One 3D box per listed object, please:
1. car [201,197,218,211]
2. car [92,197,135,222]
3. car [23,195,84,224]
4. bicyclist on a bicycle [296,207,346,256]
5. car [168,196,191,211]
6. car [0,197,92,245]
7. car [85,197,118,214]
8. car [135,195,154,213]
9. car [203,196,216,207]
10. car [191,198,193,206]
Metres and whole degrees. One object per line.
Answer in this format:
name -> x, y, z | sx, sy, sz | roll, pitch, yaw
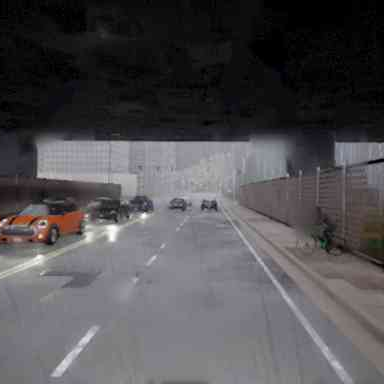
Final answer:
car -> 2.043, 1.390, 39.333 | 2.128, 1.511, 4.902 | 1, 0, 3
car -> -5.907, 1.310, 24.717 | 1.882, 1.535, 5.008 | 1, 0, 3
car -> -9.487, 1.138, 23.257 | 2.097, 1.767, 4.553 | 1, 0, 3
bicyclist on a bicycle -> 4.331, 1.325, 11.136 | 1.656, 1.620, 0.582 | 1, 0, 3
car -> -1.587, 1.399, 37.727 | 2.033, 1.411, 5.357 | 1, 0, 4
car -> -6.428, 1.211, 14.728 | 2.097, 1.767, 4.553 | 1, 0, 3
car -> -8.950, 1.286, 33.252 | 1.812, 1.442, 4.674 | 1, 0, 3
car -> -5.351, 1.159, 34.807 | 2.097, 1.767, 4.553 | 1, 0, 3
car -> 2.516, 1.397, 49.252 | 1.812, 1.442, 4.674 | 1, 0, 2
car -> -1.004, 1.346, 49.412 | 1.812, 1.442, 4.674 | 1, 0, 3
